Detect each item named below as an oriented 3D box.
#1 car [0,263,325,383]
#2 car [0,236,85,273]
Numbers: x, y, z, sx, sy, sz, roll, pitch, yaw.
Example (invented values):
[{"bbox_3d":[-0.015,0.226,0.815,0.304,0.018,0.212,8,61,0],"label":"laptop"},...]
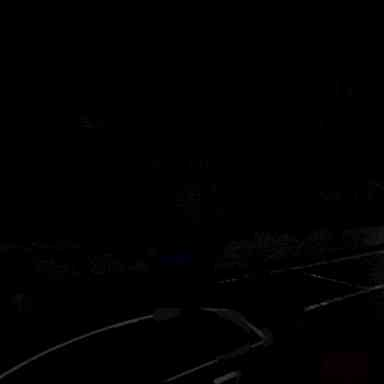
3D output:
[{"bbox_3d":[-1.009,1.519,2.500,4.892,1.490,1.837,0,0,-35],"label":"car"},{"bbox_3d":[-3.165,1.458,4.256,4.097,1.590,1.967,1,-1,-35],"label":"car"}]
